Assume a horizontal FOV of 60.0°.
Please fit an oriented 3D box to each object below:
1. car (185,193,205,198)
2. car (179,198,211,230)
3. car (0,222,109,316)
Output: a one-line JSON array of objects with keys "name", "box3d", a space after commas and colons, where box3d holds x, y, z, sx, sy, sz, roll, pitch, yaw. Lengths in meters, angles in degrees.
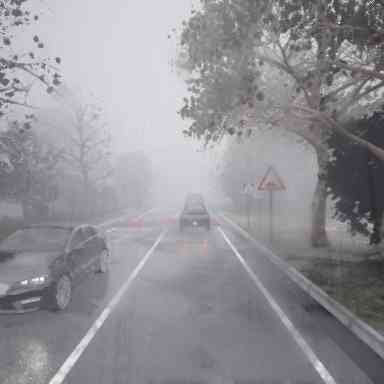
[{"name": "car", "box3d": [0.371, 1.159, 40.064, 2.150, 2.045, 5.566, 0, 1, 2]}, {"name": "car", "box3d": [0.186, 1.464, 21.365, 2.128, 1.511, 4.902, 0, 3, 0]}, {"name": "car", "box3d": [-3.321, 1.505, 7.795, 2.128, 1.511, 4.902, 0, 0, 0]}]
